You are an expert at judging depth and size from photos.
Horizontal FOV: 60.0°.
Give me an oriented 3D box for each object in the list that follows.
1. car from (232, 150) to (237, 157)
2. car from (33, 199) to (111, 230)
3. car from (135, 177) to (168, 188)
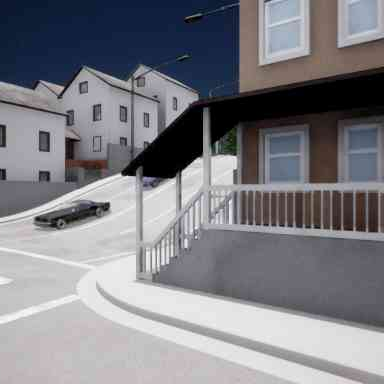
[{"bbox_3d":[6.942,-5.206,41.982,1.895,1.301,4.718,0,9,36],"label":"car"},{"bbox_3d":[-7.546,1.292,21.152,1.895,1.301,4.718,0,11,34],"label":"car"},{"bbox_3d":[-2.913,-1.521,27.944,1.812,1.442,4.674,-1,19,33],"label":"car"}]
